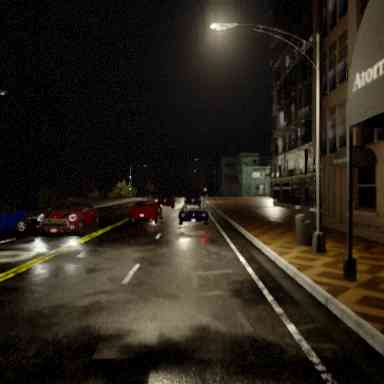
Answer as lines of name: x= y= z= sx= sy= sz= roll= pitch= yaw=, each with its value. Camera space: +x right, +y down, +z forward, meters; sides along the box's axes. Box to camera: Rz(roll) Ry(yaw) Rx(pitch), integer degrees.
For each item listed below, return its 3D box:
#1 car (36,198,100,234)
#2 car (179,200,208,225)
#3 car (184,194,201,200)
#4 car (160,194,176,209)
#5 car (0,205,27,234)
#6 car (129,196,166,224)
car: x=-6.606 y=1.234 z=18.129 sx=2.097 sy=1.767 sz=4.553 roll=0 pitch=0 yaw=0
car: x=0.092 y=1.454 z=22.714 sx=1.895 sy=1.301 sz=4.718 roll=0 pitch=0 yaw=0
car: x=0.086 y=1.083 z=41.442 sx=2.097 sy=1.767 sz=4.553 roll=0 pitch=0 yaw=0
car: x=-3.166 y=1.084 z=41.286 sx=2.097 sy=1.767 sz=4.553 roll=0 pitch=0 yaw=0
car: x=-9.855 y=1.374 z=15.982 sx=1.882 sy=1.535 sz=5.008 roll=0 pitch=0 yaw=0
car: x=-3.162 y=1.325 z=23.522 sx=1.882 sy=1.535 sz=5.008 roll=0 pitch=0 yaw=0
